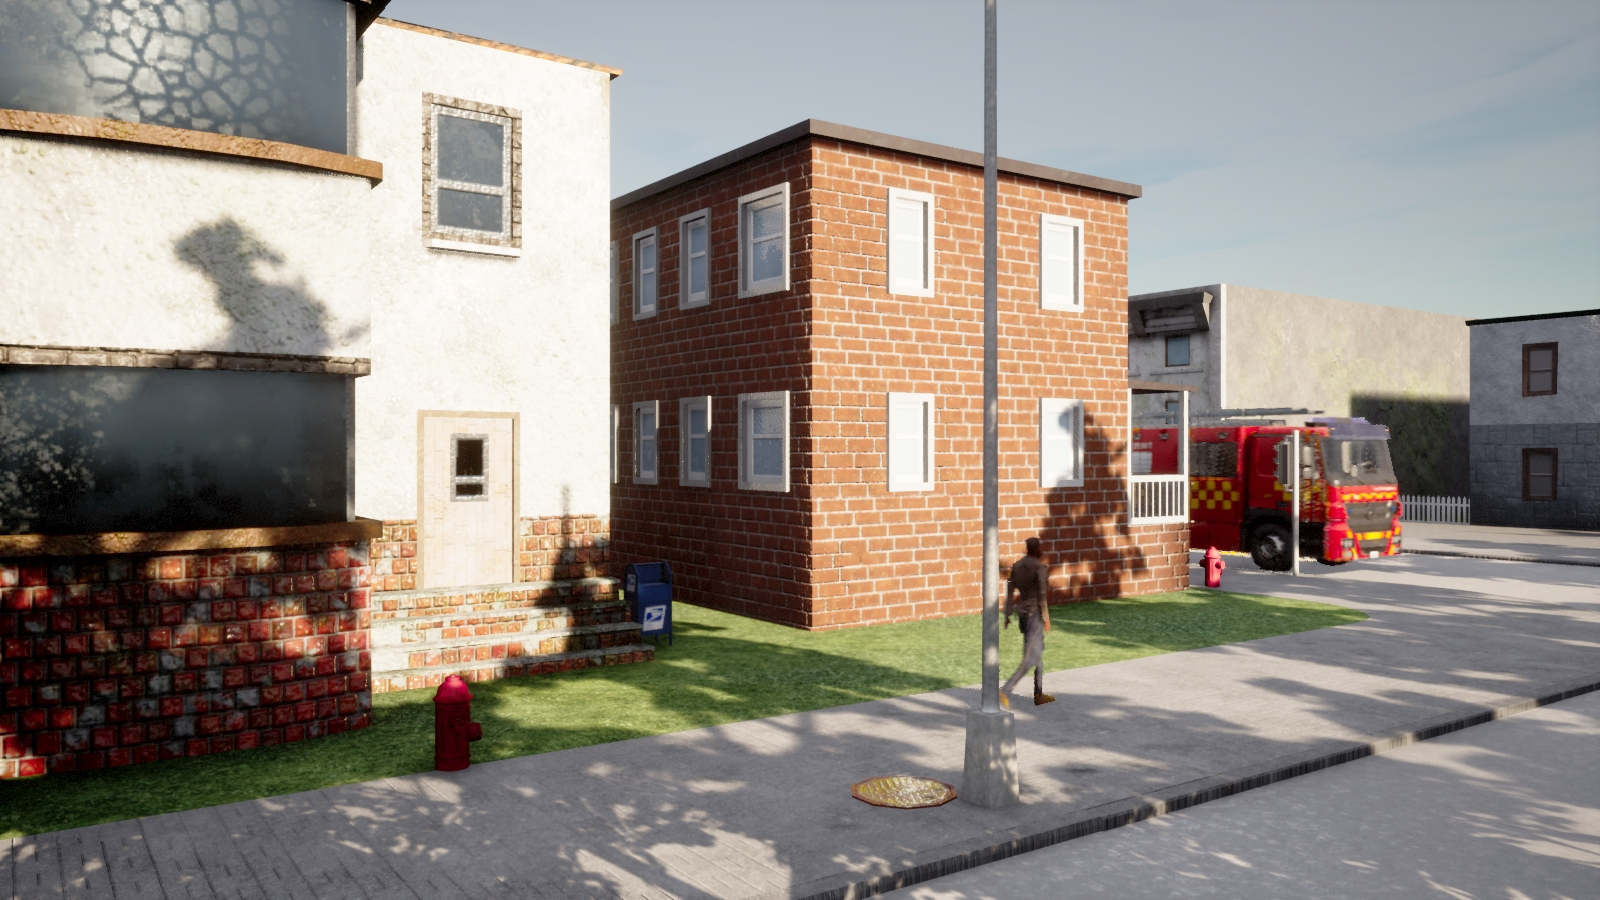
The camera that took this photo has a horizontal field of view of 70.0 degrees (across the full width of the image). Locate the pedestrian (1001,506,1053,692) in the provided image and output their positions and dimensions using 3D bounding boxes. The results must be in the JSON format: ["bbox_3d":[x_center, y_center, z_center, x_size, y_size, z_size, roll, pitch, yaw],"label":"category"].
[{"bbox_3d":[2.344,1.517,11.814,0.375,1.860,0.375,0,0,-29],"label":"pedestrian"}]

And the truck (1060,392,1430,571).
[{"bbox_3d":[10.739,0.671,28.649,2.891,3.827,8.468,0,0,-35],"label":"truck"}]
